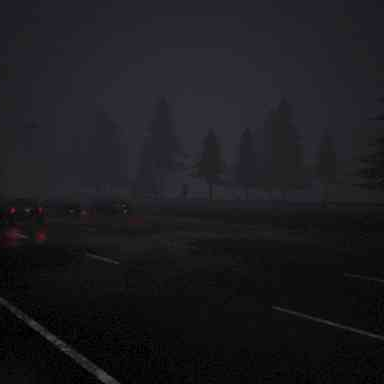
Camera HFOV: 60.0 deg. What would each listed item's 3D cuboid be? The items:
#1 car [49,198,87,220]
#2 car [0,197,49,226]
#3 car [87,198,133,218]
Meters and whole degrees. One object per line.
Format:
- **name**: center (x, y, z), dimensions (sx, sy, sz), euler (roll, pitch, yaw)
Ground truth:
- **car**: center (-10.370, 1.226, 25.512), dimensions (5.008, 1.535, 1.882), euler (1, 1, 44)
- **car**: center (-11.496, 1.133, 21.709), dimensions (4.553, 1.767, 2.097), euler (1, 1, 44)
- **car**: center (-6.771, 1.233, 26.883), dimensions (4.902, 1.511, 2.128), euler (1, 1, 44)
